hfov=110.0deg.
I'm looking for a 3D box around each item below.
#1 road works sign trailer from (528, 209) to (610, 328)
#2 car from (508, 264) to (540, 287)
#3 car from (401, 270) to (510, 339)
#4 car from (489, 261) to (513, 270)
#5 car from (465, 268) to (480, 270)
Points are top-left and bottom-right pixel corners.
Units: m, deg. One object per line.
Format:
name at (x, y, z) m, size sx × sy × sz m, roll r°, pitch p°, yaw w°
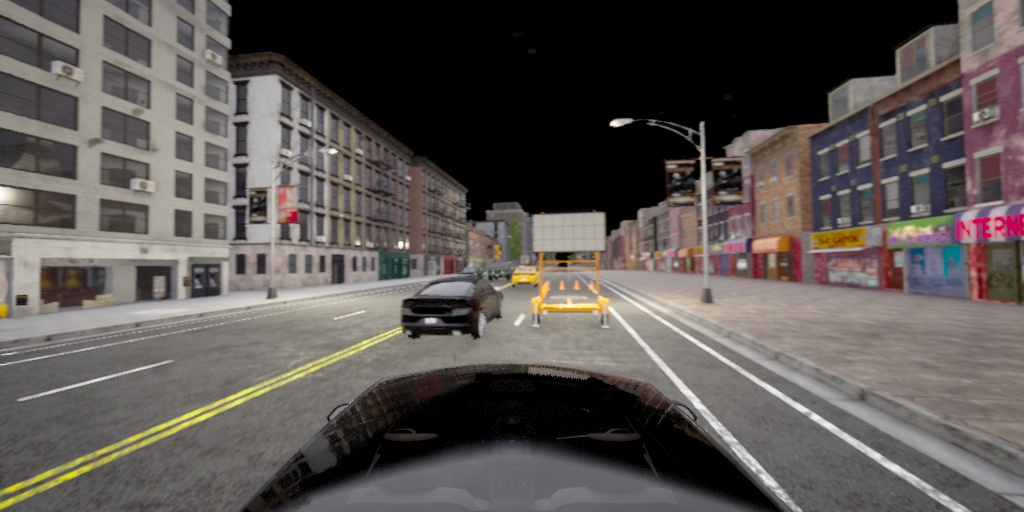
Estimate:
road works sign trailer at (1.899, 0.298, 11.797) m, size 2.380 × 3.560 × 2.880 m, roll 0°, pitch 0°, yaw 9°
car at (1.226, 1.599, 28.622) m, size 1.882 × 1.535 × 5.008 m, roll -1°, pitch -1°, yaw 9°
car at (-1.481, 1.343, 10.585) m, size 1.882 × 1.535 × 5.008 m, roll -1°, pitch -1°, yaw 9°
car at (-0.979, 1.558, 37.205) m, size 2.150 × 2.045 × 5.566 m, roll -1°, pitch -1°, yaw 9°
car at (-4.218, 1.931, 37.459) m, size 2.033 × 1.411 × 5.357 m, roll -1°, pitch -1°, yaw 9°
